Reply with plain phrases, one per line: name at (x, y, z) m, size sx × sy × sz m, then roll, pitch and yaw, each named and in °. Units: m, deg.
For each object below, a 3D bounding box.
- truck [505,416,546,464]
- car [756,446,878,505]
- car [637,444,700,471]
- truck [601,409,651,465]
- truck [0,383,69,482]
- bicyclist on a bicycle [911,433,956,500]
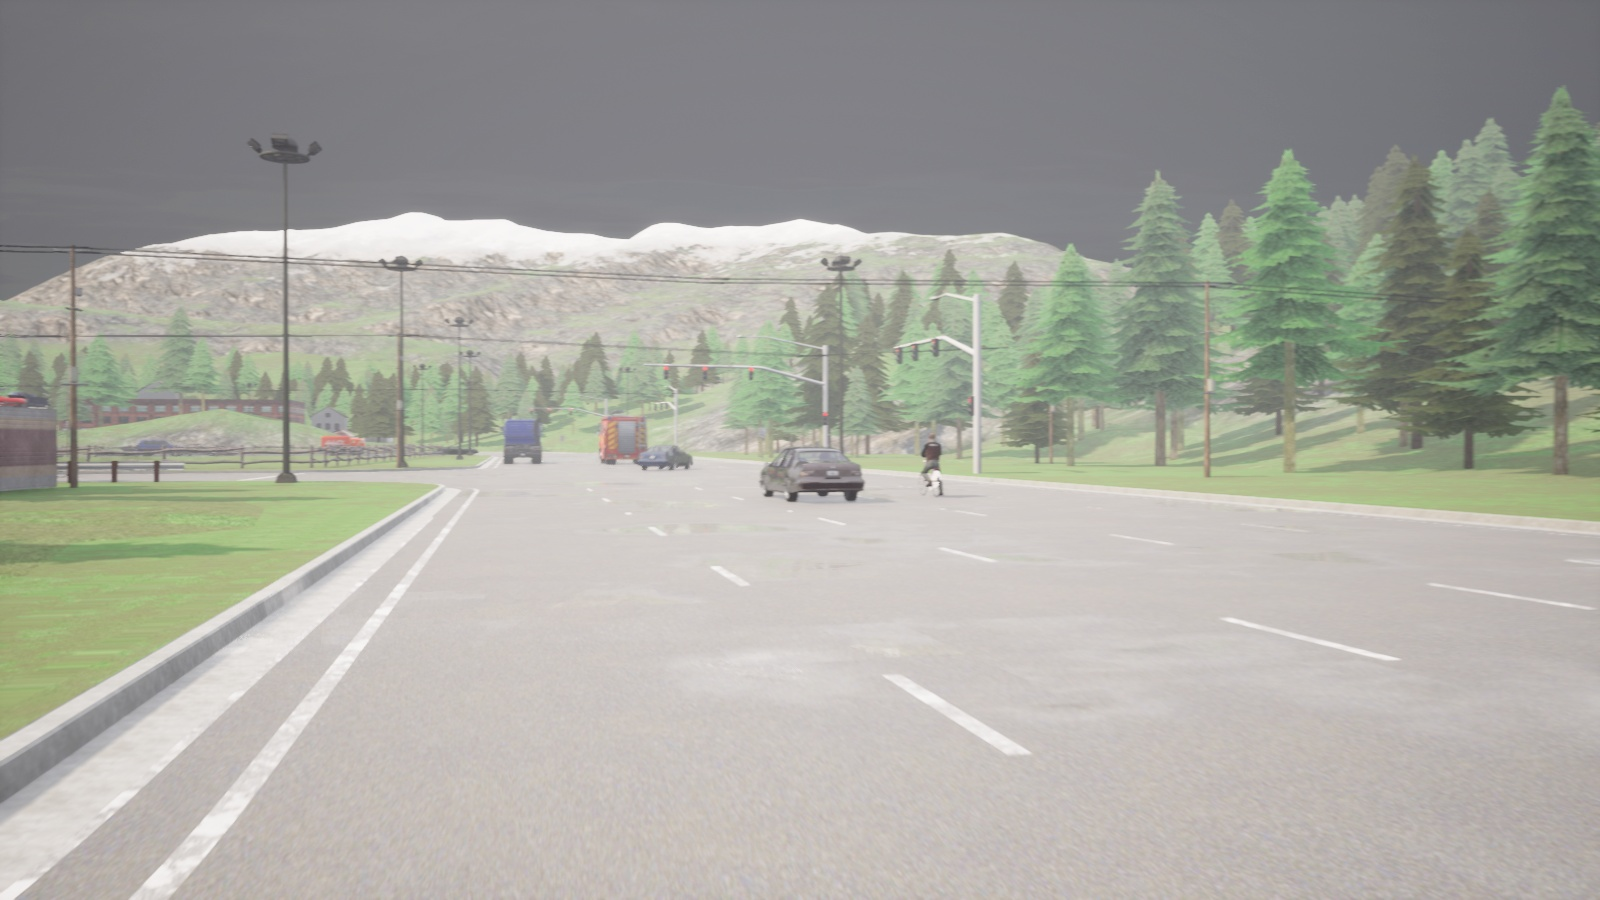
truck at (-20.743, -0.761, 94.973) m, size 2.891 × 3.462 × 7.936 m, roll 0°, pitch 0°, yaw -12°
car at (0.326, 0.607, 33.147) m, size 2.033 × 1.411 × 5.357 m, roll 0°, pitch 0°, yaw -13°
car at (-7.299, 0.401, 70.178) m, size 2.033 × 1.411 × 5.357 m, roll 0°, pitch 0°, yaw 11°
truck at (-12.731, -0.927, 91.212) m, size 2.891 × 3.827 × 8.468 m, roll 0°, pitch 0°, yaw -13°
truck at (-33.893, -0.678, 49.353) m, size 8.468 × 3.827 × 2.891 m, roll 0°, pitch 0°, yaw -14°
bicyclist on a bicycle at (3.637, 0.421, 34.373) m, size 0.659 × 1.776 × 1.843 m, roll 0°, pitch 1°, yaw -13°
